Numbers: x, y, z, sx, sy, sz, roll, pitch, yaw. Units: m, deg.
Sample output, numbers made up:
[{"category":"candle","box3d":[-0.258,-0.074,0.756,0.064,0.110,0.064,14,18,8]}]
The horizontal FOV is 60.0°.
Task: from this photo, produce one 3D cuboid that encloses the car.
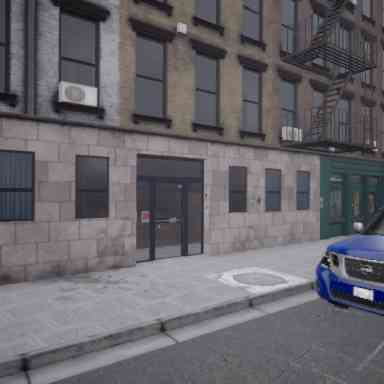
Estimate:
[{"category":"car","box3d":[4.908,1.224,6.785,5.566,2.045,2.150,0,0,-36]}]
